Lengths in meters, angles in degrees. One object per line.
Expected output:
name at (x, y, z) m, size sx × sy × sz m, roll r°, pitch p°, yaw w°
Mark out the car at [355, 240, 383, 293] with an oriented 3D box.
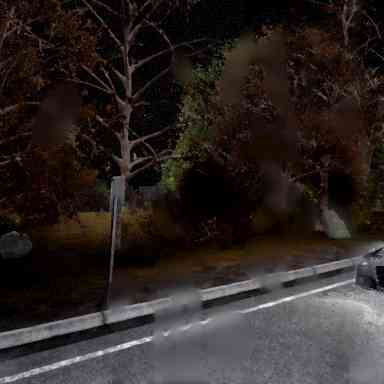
car at (5.650, 1.576, 7.718) m, size 4.181 × 1.385 × 1.994 m, roll 0°, pitch 0°, yaw -35°
